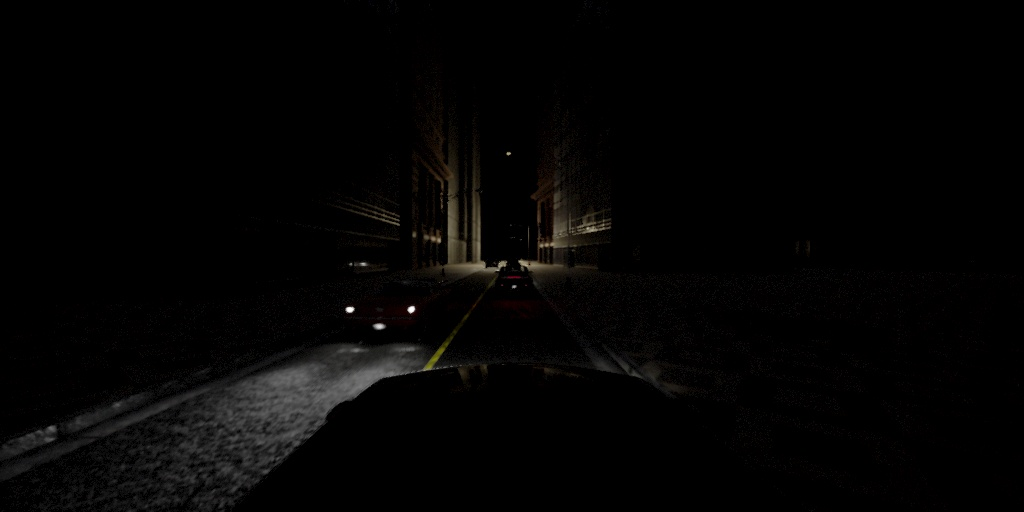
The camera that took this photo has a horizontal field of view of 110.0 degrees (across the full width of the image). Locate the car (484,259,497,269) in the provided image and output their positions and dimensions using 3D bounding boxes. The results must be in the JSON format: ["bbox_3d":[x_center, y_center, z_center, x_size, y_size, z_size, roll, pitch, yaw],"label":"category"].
[{"bbox_3d":[-2.989,1.203,53.482,1.837,1.490,4.892,0,0,0],"label":"car"}]

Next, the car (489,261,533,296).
[{"bbox_3d":[0.105,1.220,19.161,2.128,1.511,4.902,0,0,0],"label":"car"}]

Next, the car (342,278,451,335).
[{"bbox_3d":[-3.099,1.343,10.605,1.895,1.301,4.718,0,0,0],"label":"car"}]
